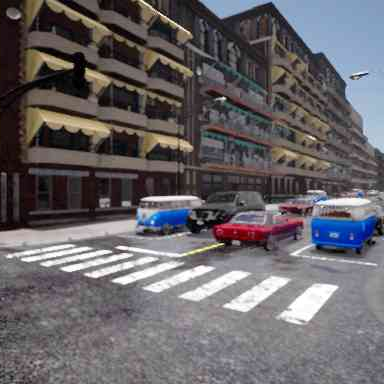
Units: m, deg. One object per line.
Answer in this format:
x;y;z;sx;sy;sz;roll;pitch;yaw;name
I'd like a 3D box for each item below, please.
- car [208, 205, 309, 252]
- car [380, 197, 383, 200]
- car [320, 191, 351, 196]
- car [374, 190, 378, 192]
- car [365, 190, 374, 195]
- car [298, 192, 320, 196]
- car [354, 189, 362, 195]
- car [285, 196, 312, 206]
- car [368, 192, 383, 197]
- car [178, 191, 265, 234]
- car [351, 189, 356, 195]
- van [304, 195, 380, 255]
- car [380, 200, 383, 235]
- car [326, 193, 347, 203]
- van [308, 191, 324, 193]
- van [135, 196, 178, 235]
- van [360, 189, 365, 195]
2.831;1.419;13.171;1.895;1.301;4.718;0;1;37;car
12.149;1.225;21.533;1.947;1.339;4.313;1;1;35;car
15.972;0.936;36.994;1.837;1.490;4.892;0;3;35;car
43.913;0.245;81.201;1.752;1.417;4.829;1;1;35;car
37.562;0.309;72.178;1.967;1.590;4.097;1;1;35;car
11.762;1.029;35.540;2.008;1.369;4.403;1;1;35;car
27.886;0.647;58.441;2.008;1.369;4.403;1;1;35;car
8.421;1.217;26.309;1.895;1.301;4.718;0;1;35;car
15.374;1.023;26.110;1.967;1.590;4.097;1;1;35;car
1.923;0.994;17.098;2.150;2.045;5.566;0;1;34;car
24.662;0.717;53.860;1.887;1.381;4.507;1;1;35;car
5.700;1.155;12.368;1.690;1.788;3.998;1;1;35;van
8.923;1.288;16.952;2.008;1.369;4.403;1;1;35;car
21.437;0.814;49.281;1.947;1.339;4.313;1;1;35;car
14.989;0.743;40.116;1.690;1.788;3.998;1;1;35;van
-1.136;1.128;17.216;1.690;1.788;3.998;1;1;35;van
31.113;0.361;63.016;1.690;1.788;3.998;1;1;35;van
